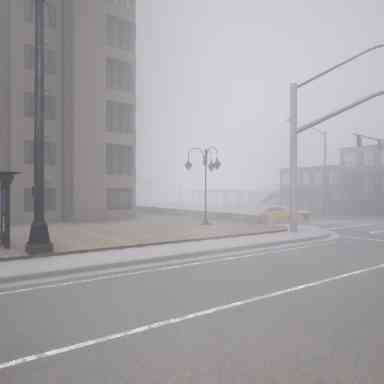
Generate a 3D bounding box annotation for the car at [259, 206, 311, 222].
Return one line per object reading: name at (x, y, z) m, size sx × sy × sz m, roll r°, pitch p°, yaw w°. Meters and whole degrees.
car at (8.315, 1.986, 30.203) m, size 1.882 × 1.535 × 5.008 m, roll 0°, pitch -5°, yaw -36°
